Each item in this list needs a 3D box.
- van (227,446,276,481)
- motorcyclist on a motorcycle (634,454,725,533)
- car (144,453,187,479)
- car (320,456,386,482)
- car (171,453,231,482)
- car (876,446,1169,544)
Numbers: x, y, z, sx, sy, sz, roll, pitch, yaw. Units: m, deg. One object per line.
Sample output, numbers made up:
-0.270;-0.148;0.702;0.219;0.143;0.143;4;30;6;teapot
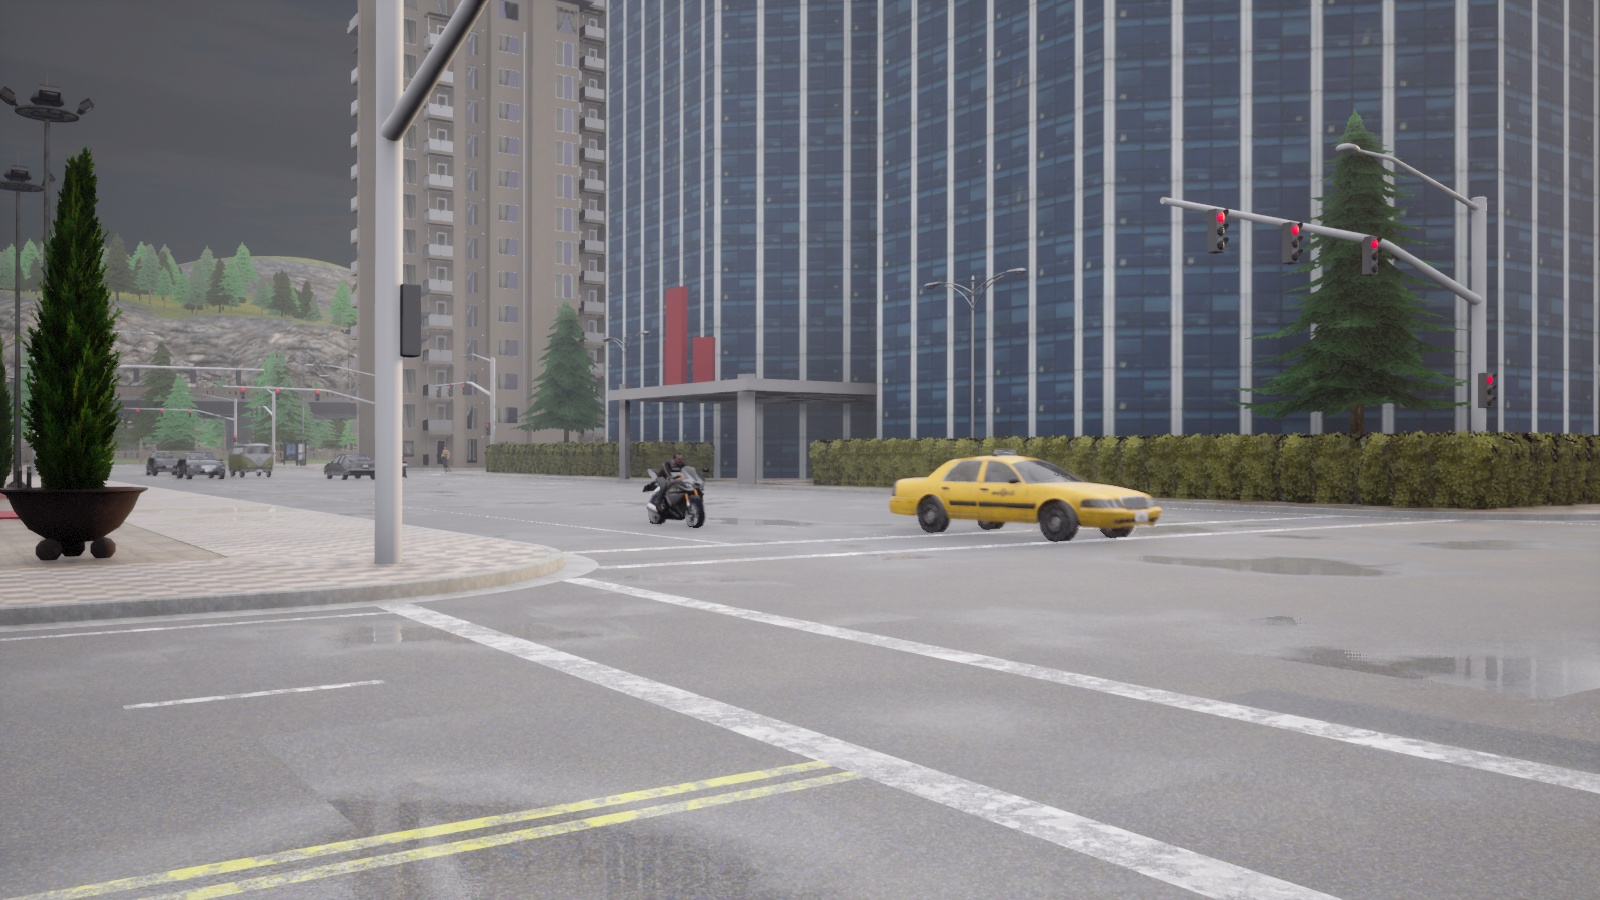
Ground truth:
-32.146;0.746;73.579;1.775;1.987;4.442;0;0;-35;van
-2.473;0.847;25.454;0.866;1.530;2.191;0;0;-35;motorcyclist on a motorcycle
-39.122;0.996;77.395;1.789;1.549;3.705;0;0;-35;car
-24.587;1.013;68.936;2.033;1.411;5.357;0;0;-35;car
-32.353;0.935;67.802;2.128;1.511;4.902;0;0;-35;car
3.876;0.732;22.878;1.801;1.575;5.366;0;0;-40;car
